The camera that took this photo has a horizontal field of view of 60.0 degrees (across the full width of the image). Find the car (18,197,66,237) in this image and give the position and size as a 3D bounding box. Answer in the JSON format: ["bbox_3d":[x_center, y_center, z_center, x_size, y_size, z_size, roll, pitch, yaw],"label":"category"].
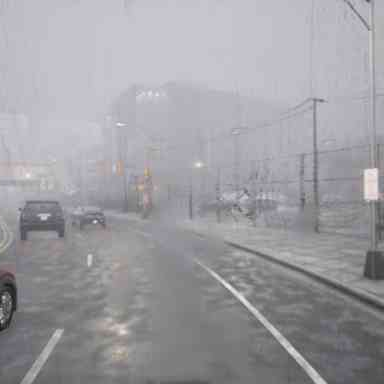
[{"bbox_3d":[-8.743,1.454,19.299,2.150,2.045,5.566,0,-1,-27],"label":"car"}]

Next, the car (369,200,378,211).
[{"bbox_3d":[21.456,1.573,34.528,2.002,1.452,4.674,0,-1,-32],"label":"car"}]

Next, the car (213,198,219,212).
[{"bbox_3d":[2.960,1.610,42.832,2.185,1.767,4.553,0,-1,-32],"label":"car"}]

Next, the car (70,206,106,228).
[{"bbox_3d":[-7.676,1.775,24.441,1.837,1.490,4.892,0,0,-29],"label":"car"}]

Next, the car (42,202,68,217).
[{"bbox_3d":[-15.861,1.939,38.347,2.128,1.511,4.902,0,-1,-31],"label":"car"}]

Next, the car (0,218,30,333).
[{"bbox_3d":[-3.984,1.417,4.027,2.097,1.767,4.553,0,0,-6],"label":"car"}]
